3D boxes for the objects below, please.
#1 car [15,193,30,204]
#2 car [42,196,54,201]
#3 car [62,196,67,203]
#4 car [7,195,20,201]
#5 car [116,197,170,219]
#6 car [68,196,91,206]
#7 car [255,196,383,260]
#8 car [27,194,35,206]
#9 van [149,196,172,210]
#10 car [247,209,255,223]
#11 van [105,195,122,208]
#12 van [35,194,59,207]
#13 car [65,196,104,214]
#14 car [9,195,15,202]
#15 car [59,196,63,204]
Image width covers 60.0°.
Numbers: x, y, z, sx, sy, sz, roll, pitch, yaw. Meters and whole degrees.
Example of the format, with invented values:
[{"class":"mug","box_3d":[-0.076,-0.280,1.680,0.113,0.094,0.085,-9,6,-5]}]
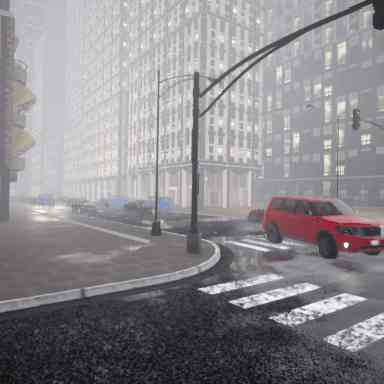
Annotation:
[{"class":"car","box_3d":[-30.247,1.155,60.670,2.192,1.841,5.009,1,-1,-35]},{"class":"car","box_3d":[-36.407,1.570,83.965,1.802,1.307,4.206,1,-1,-35]},{"class":"car","box_3d":[-14.909,1.461,43.430,2.033,1.411,5.357,1,-1,-35]},{"class":"car","box_3d":[-40.005,1.377,74.524,2.008,1.369,4.403,1,-1,-35]},{"class":"car","box_3d":[-4.254,1.430,28.243,2.128,1.511,4.902,1,-1,-35]},{"class":"car","box_3d":[-18.198,1.457,53.605,2.128,1.511,4.902,1,-1,-35]},{"class":"car","box_3d":[4.924,1.206,13.089,2.150,2.045,5.566,1,0,-18]},{"class":"car","box_3d":[-23.747,1.432,51.430,1.802,1.307,4.206,1,-1,-35]},{"class":"van","box_3d":[-3.885,1.382,37.780,1.690,1.788,3.998,1,-1,-35]},{"class":"car","box_3d":[5.868,1.505,23.923,1.967,1.590,4.097,1,-1,-35]},{"class":"van","box_3d":[-10.388,1.368,47.018,1.690,1.788,3.998,1,-1,-35]},{"class":"van","box_3d":[-20.492,1.197,46.814,1.690,1.788,3.998,1,-1,-35]},{"class":"car","box_3d":[-10.741,1.427,32.955,2.008,1.369,4.403,1,-1,-35]},{"class":"car","box_3d":[-36.754,1.396,69.905,1.947,1.339,4.313,1,-1,-35]},{"class":"car","box_3d":[-23.979,1.433,61.817,1.882,1.535,5.008,1,-1,-35]}]
